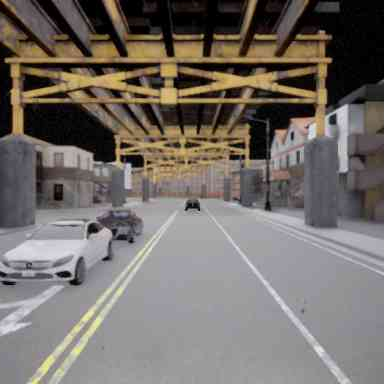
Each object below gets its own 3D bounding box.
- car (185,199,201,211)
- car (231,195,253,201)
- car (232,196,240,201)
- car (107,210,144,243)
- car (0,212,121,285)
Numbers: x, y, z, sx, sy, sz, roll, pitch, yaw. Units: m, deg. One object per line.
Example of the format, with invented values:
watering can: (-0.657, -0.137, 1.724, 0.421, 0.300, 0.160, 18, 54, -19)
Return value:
car: (0.097, 1.562, 41.472, 2.033, 1.411, 5.357, 0, 0, 0)
car: (12.223, 1.482, 81.127, 4.974, 1.542, 2.038, 0, 0, 30)
car: (12.268, 1.325, 81.101, 4.536, 1.218, 1.853, 0, 0, 30)
car: (-3.501, 1.570, 15.850, 1.994, 1.385, 4.181, 0, 0, 0)
car: (-3.564, 1.529, 9.614, 1.812, 1.442, 4.674, 0, 0, 0)
